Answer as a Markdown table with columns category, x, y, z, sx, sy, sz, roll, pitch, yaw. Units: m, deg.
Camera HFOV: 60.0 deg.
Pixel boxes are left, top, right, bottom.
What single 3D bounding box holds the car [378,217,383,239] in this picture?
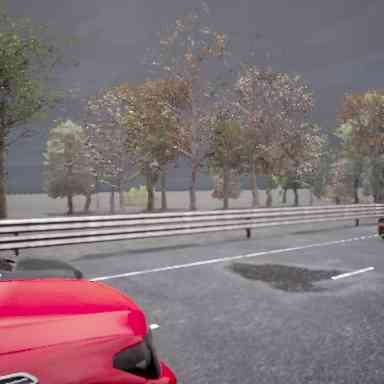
| category | x | y | z | sx | sy | sz | roll | pitch | yaw |
| --- | --- | --- | --- | --- | --- | --- | --- | --- | --- |
| car | 10.761 | 1.479 | 15.725 | 5.008 | 1.535 | 1.882 | 0 | 0 | -35 |

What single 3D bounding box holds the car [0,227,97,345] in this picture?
| category | x | y | z | sx | sy | sz | roll | pitch | yaw |
| --- | --- | --- | --- | --- | --- | --- | --- | --- | --- |
| car | -4.163 | 1.506 | 5.075 | 4.892 | 1.490 | 1.837 | 0 | 0 | -35 |

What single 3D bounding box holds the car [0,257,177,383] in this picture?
| category | x | y | z | sx | sy | sz | roll | pitch | yaw |
| --- | --- | --- | --- | --- | --- | --- | --- | --- | --- |
| car | -2.774 | 1.221 | 1.768 | 5.566 | 2.045 | 2.150 | 0 | 0 | -36 |
